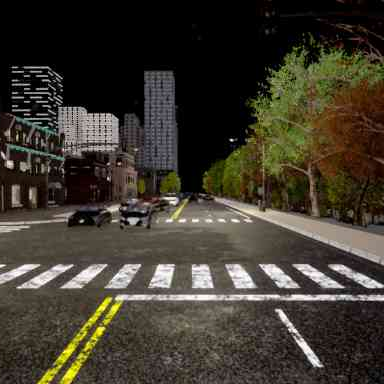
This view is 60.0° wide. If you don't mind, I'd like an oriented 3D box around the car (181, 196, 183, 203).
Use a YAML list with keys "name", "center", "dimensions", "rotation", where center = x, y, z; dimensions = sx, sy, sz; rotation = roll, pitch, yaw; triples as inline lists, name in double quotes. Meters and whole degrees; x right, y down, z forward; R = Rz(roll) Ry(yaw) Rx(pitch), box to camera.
- name: "car"
  center: [-3.125, 1.301, 68.214]
  dimensions: [2.150, 2.045, 5.566]
  rotation: [0, 0, 0]

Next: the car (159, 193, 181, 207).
- name: "car"
  center: [-3.246, 1.205, 50.775]
  dimensions: [2.150, 2.045, 5.566]
  rotation: [0, 0, 0]

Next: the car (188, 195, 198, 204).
- name: "car"
  center: [0.220, 1.480, 65.271]
  dimensions: [1.837, 1.490, 4.892]
  rotation: [0, 0, 0]

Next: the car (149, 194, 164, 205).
- name: "car"
  center: [-6.450, 1.329, 60.934]
  dimensions: [2.097, 1.767, 4.553]
  rotation: [0, 0, 1]

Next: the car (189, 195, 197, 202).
- name: "car"
  center: [0.150, 1.493, 75.609]
  dimensions: [1.812, 1.442, 4.674]
  rotation: [0, 0, 0]

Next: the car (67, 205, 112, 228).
- name: "car"
  center: [-6.560, 1.559, 21.782]
  dimensions: [1.994, 1.385, 4.181]
  rotation: [0, 0, 0]

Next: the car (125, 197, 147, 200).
- name: "car"
  center: [-6.532, 1.480, 35.716]
  dimensions: [2.128, 1.511, 4.902]
  rotation: [0, 0, 0]

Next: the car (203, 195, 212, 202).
- name: "car"
  center: [3.385, 1.448, 74.274]
  dimensions: [1.882, 1.535, 5.008]
  rotation: [0, 0, 0]

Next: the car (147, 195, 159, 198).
- name: "car"
  center: [-6.495, 1.508, 49.285]
  dimensions: [1.812, 1.442, 4.674]
  rotation: [0, 0, 0]

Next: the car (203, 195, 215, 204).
- name: "car"
  center: [3.468, 1.467, 64.005]
  dimensions: [2.128, 1.511, 4.902]
  rotation: [0, 0, 0]

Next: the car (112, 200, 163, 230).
- name: "car"
  center: [-3.311, 1.487, 21.140]
  dimensions: [2.128, 1.511, 4.902]
  rotation: [0, 0, 0]

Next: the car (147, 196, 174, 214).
- name: "car"
  center: [-3.282, 1.493, 35.348]
  dimensions: [1.837, 1.490, 4.892]
  rotation: [0, 0, 0]
